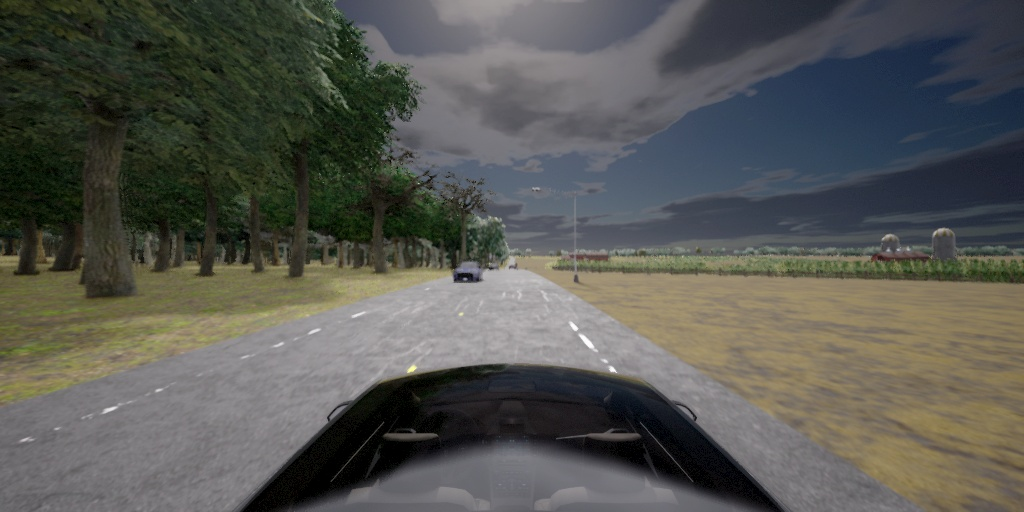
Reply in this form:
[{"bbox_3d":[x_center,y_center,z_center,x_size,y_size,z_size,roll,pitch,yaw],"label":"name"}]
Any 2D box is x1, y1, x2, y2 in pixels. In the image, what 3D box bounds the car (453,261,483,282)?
[{"bbox_3d":[-3.594,1.220,29.842,2.097,1.767,4.553,0,-1,0],"label":"car"}]
